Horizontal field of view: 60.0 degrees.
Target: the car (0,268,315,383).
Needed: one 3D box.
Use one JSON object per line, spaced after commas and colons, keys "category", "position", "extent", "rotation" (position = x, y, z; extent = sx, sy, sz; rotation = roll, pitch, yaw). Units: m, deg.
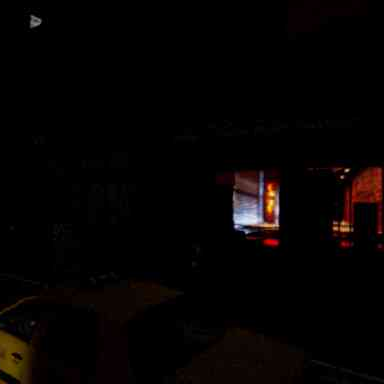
{"category": "car", "position": [-1.179, 1.540, 3.702], "extent": [4.829, 1.417, 1.752], "rotation": [0, 1, 36]}
